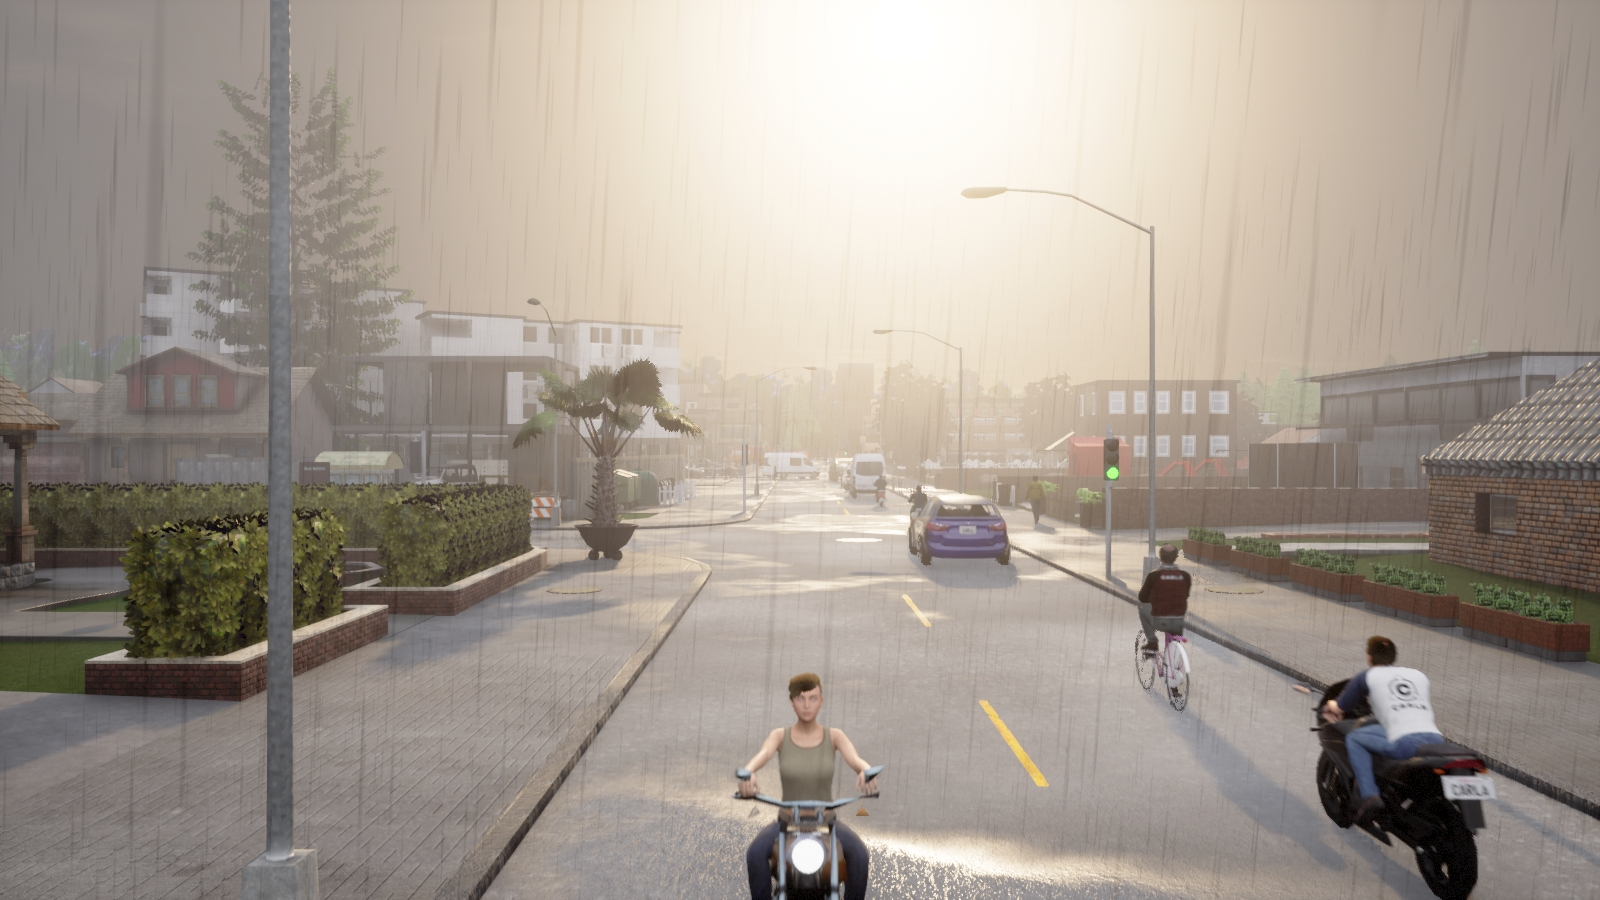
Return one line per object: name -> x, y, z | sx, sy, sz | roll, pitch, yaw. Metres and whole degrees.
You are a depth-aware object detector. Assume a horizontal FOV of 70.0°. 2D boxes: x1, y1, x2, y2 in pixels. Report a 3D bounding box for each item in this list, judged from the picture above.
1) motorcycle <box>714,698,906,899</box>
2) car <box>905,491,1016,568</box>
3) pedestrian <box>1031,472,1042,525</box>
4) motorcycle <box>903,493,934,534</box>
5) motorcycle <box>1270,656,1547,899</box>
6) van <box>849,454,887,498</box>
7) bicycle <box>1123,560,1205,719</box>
motorcycle -> 0.045, 2.155, 5.732 | 0.764, 1.307, 2.356 | 0, 0, 0
car -> 4.031, 1.968, 29.508 | 2.242, 1.667, 4.611 | 0, 0, 0
pedestrian -> 8.528, 1.744, 41.223 | 0.375, 1.860, 0.375 | 0, 0, 12
motorcycle -> 4.028, 2.142, 38.851 | 0.856, 1.316, 1.805 | 0, 0, 0
motorcycle -> 4.014, 2.186, 7.770 | 0.803, 1.199, 2.033 | 0, 0, 0
van -> 4.032, 1.531, 68.672 | 1.988, 2.561, 5.915 | 0, -1, 0
bicycle -> 4.043, 2.060, 12.793 | 0.329, 1.471, 1.835 | 0, 0, 0
